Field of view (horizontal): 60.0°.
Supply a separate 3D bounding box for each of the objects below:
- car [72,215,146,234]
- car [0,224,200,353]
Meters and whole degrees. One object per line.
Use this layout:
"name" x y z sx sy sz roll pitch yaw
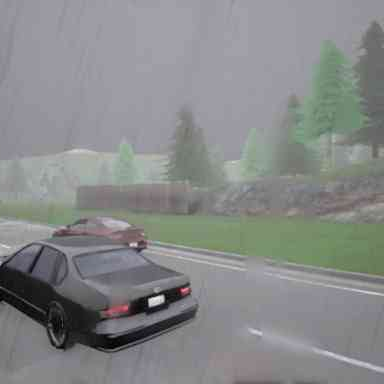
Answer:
"car" -3.549 1.576 12.517 4.674 1.442 1.812 0 0 44
"car" -2.313 1.575 6.349 5.357 1.411 2.033 0 0 44
